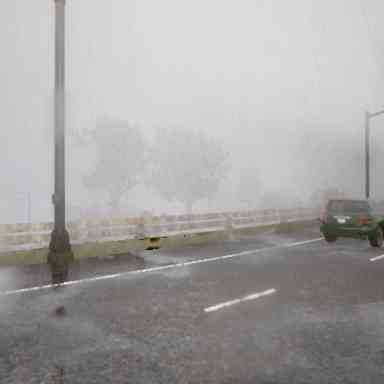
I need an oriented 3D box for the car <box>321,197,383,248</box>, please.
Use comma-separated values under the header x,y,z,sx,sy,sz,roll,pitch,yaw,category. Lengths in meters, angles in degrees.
x,y,z,sx,sy,sz,roll,pitch,yaw,category
7.944,1.256,15.200,5.566,2.045,2.150,0,0,-44,car
